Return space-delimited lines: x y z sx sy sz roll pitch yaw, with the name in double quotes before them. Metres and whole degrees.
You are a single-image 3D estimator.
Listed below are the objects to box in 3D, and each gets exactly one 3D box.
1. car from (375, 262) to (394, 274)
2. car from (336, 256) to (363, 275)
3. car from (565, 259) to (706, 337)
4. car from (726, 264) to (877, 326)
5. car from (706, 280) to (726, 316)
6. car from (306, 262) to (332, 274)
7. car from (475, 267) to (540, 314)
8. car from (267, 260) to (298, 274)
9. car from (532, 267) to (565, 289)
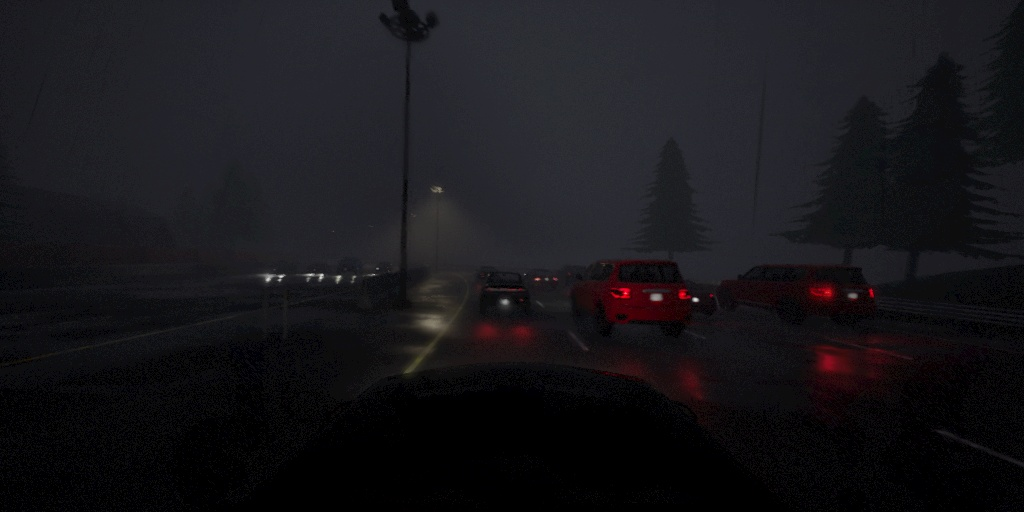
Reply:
"car" -16.075 1.463 45.273 1.837 1.490 4.892 1 -1 -15
"car" -18.722 1.083 41.616 2.150 2.045 5.566 1 -1 -14
"car" 3.339 1.143 11.176 2.150 2.045 5.566 1 -2 -2
"car" 10.239 1.315 13.570 2.150 2.045 5.566 1 0 -3
"car" 6.633 1.605 15.167 1.994 1.385 4.181 1 -1 -3
"car" -22.386 1.355 41.707 1.994 1.385 4.181 1 -1 -14
"car" -0.332 1.390 14.579 2.128 1.511 4.902 1 -1 -3
"car" -25.592 1.201 40.150 2.128 1.511 4.902 1 -1 -14
"car" 2.042 1.635 26.605 2.033 1.411 5.357 1 -1 -7
